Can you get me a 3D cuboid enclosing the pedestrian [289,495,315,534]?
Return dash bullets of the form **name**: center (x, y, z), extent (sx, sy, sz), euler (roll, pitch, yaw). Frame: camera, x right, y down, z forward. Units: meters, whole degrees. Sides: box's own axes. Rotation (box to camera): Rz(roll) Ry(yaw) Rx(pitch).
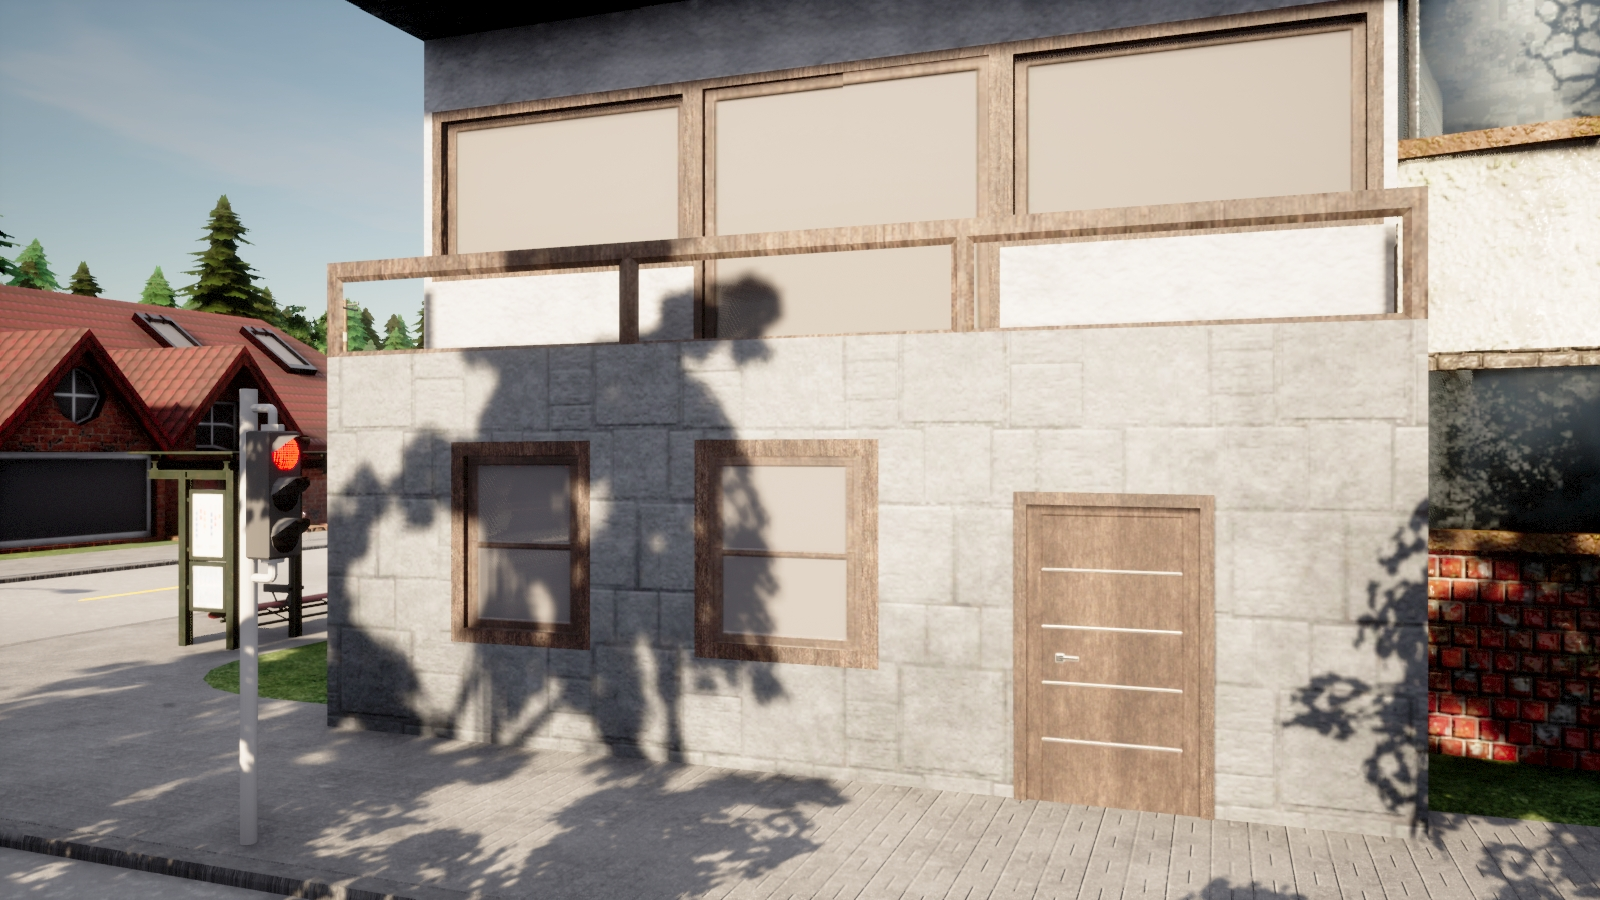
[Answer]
- **pedestrian**: center (-14.709, 1.905, 33.781), extent (0.500, 1.100, 0.500), euler (0, 0, 20)
